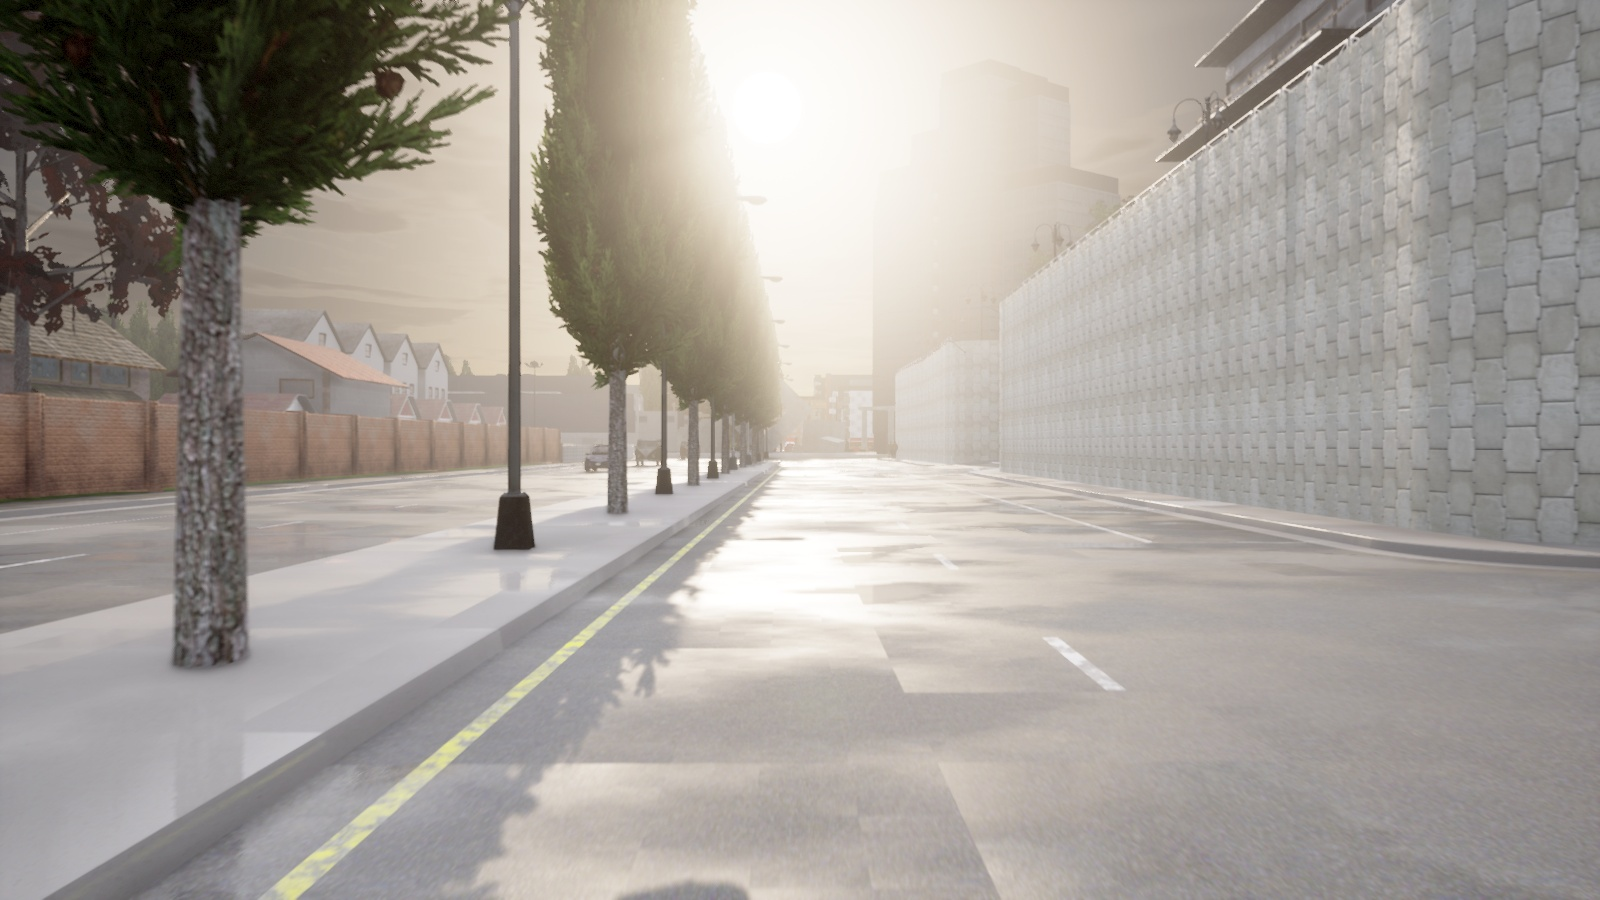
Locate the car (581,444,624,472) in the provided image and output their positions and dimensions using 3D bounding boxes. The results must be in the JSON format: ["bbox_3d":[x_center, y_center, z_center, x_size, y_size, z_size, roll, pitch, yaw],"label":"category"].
[{"bbox_3d":[-11.076,0.435,70.552,1.845,1.501,3.633,0,0,0],"label":"car"}]

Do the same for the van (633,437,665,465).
[{"bbox_3d":[-10.955,0.088,91.326,1.775,1.987,4.442,0,0,0],"label":"van"}]
